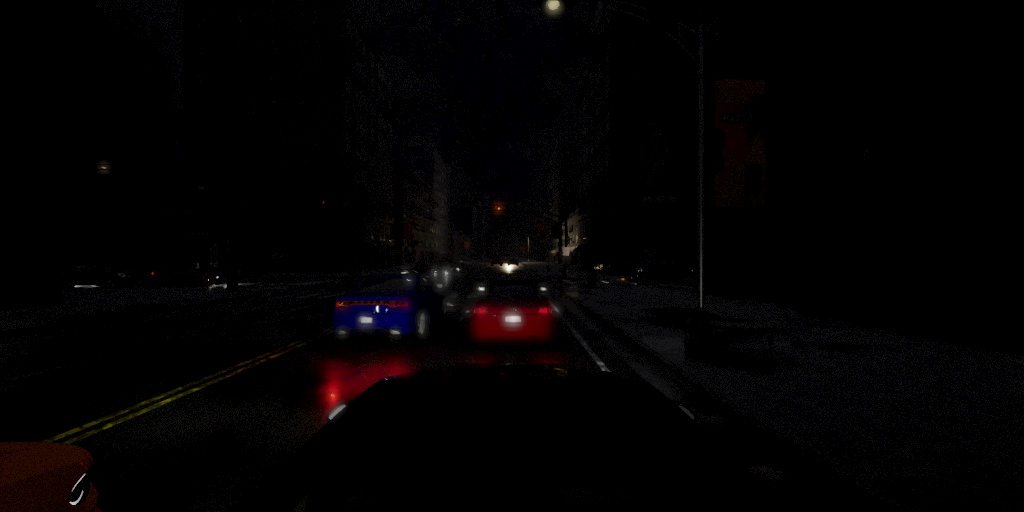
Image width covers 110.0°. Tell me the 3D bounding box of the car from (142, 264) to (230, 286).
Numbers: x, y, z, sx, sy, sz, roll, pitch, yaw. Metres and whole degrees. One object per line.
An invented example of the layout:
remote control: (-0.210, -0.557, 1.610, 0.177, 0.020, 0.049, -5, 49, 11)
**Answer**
car: (-22.523, 1.307, 25.018, 4.181, 1.385, 1.994, 0, 0, 1)

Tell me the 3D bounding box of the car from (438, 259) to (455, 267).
car: (-9.689, 1.254, 50.546, 1.837, 1.490, 4.892, 0, -1, 0)

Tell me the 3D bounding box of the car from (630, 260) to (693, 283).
car: (11.631, 1.140, 28.061, 4.553, 1.767, 2.097, 0, 0, 2)

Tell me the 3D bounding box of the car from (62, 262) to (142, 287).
car: (-25.350, 1.172, 22.500, 4.097, 1.591, 1.967, 0, 0, 0)

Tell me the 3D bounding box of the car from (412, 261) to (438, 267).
car: (-9.732, 1.350, 38.525, 1.895, 1.301, 4.718, 0, 0, 0)

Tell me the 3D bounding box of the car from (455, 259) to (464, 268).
car: (-9.619, 1.290, 62.910, 2.033, 1.411, 5.357, 0, 0, 1)

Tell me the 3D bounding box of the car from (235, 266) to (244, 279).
car: (-25.283, 1.330, 30.524, 4.313, 1.339, 1.948, 0, 0, 0)

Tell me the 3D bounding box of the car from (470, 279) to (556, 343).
car: (0.029, 1.314, 9.648, 1.994, 1.385, 4.181, 0, 0, 0)

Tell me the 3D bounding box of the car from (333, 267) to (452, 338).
car: (-3.122, 1.228, 10.176, 1.882, 1.535, 5.008, 0, 0, 0)
